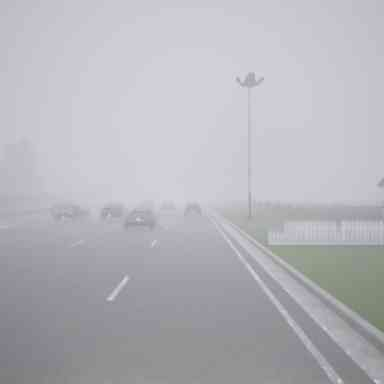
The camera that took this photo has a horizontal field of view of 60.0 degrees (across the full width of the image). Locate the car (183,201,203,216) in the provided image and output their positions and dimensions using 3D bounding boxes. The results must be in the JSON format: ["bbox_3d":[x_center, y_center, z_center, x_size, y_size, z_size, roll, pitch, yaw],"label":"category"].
[{"bbox_3d":[0.081,1.755,36.283,1.837,1.490,4.892,0,0,0],"label":"car"}]

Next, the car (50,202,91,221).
[{"bbox_3d":[-10.399,1.800,29.124,1.895,1.301,4.718,0,0,0],"label":"car"}]

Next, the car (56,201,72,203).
[{"bbox_3d":[-13.929,1.744,36.774,2.128,1.511,4.902,0,0,0],"label":"car"}]

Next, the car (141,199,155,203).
[{"bbox_3d":[-6.899,1.849,52.289,2.128,1.511,4.902,0,0,0],"label":"car"}]

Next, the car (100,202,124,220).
[{"bbox_3d":[-6.900,1.712,30.115,1.837,1.490,4.892,0,0,0],"label":"car"}]

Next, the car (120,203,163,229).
[{"bbox_3d":[-3.399,1.722,23.073,1.994,1.385,4.181,0,0,0],"label":"car"}]

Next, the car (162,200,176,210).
[{"bbox_3d":[-3.400,1.892,48.124,1.994,1.385,4.181,0,0,0],"label":"car"}]
